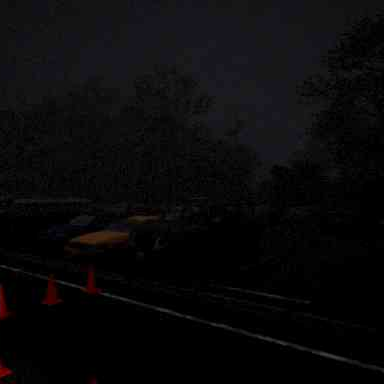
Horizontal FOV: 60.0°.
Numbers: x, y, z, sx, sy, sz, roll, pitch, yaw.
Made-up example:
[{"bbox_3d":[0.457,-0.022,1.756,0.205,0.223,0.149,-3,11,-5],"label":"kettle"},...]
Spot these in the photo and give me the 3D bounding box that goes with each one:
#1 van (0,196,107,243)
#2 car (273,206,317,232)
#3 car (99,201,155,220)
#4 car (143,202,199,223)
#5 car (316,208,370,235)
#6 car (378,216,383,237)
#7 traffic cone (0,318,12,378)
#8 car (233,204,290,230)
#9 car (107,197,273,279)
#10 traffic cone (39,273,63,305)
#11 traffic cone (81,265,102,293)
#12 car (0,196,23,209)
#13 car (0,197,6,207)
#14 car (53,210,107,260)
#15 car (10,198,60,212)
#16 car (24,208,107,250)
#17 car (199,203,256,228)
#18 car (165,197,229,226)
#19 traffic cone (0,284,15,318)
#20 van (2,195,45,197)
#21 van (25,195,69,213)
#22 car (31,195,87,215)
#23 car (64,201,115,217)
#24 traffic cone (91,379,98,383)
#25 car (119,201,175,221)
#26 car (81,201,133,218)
[{"bbox_3d":[-6.425,1.352,15.941,1.878,1.987,4.442,0,-1,36],"label":"van"},{"bbox_3d":[7.293,1.667,22.010,2.231,1.521,4.892,0,0,36],"label":"car"},{"bbox_3d":[-6.086,1.682,31.934,1.946,1.575,5.366,0,0,36],"label":"car"},{"bbox_3d":[-1.701,1.684,28.518,2.231,1.521,4.892,0,-1,36],"label":"car"},{"bbox_3d":[9.552,1.692,20.399,2.163,1.488,4.792,0,0,36],"label":"car"},{"bbox_3d":[11.673,1.653,18.596,1.946,1.575,5.366,0,0,36],"label":"car"},{"bbox_3d":[-2.490,1.978,4.144,0.340,0.580,0.340,0,0,36],"label":"traffic cone"},{"bbox_3d":[5.045,1.670,23.639,2.097,1.535,5.008,0,-1,36],"label":"car"},{"bbox_3d":[0.298,1.313,10.886,2.435,2.045,5.566,0,0,36],"label":"car"},{"bbox_3d":[-2.933,1.995,6.935,0.340,0.580,0.340,0,0,36],"label":"traffic cone"},{"bbox_3d":[-2.346,2.002,7.743,0.340,0.580,0.340,0,0,36],"label":"traffic cone"},{"bbox_3d":[-26.401,1.436,46.482,2.185,1.767,4.553,0,0,36],"label":"car"},{"bbox_3d":[-31.021,1.522,49.565,1.946,1.575,5.366,0,0,36],"label":"car"},{"bbox_3d":[-2.065,1.564,12.403,1.946,1.575,5.366,0,-1,36],"label":"car"},{"bbox_3d":[-19.569,1.613,41.717,1.946,1.575,5.366,0,0,36],"label":"car"},{"bbox_3d":[-4.224,1.613,14.201,2.002,1.452,4.674,0,-1,36],"label":"car"},{"bbox_3d":[2.798,1.674,25.269,2.097,1.535,5.008,0,-1,36],"label":"car"},{"bbox_3d":[0.532,1.427,26.873,2.435,2.045,5.566,0,0,36],"label":"car"},{"bbox_3d":[-3.519,1.987,6.128,0.340,0.580,0.340,0,0,36],"label":"traffic cone"},{"bbox_3d":[-11.103,1.358,19.046,1.878,1.987,4.442,0,-1,36],"label":"van"},{"bbox_3d":[-17.362,1.407,40.032,1.878,1.987,4.442,0,0,36],"label":"van"},{"bbox_3d":[-15.166,1.399,38.330,2.435,2.045,5.566,0,0,36],"label":"car"},{"bbox_3d":[-10.675,1.703,35.070,2.163,1.488,4.792,0,0,36],"label":"car"},{"bbox_3d":[-0.872,1.975,2.967,0.340,0.580,0.340,0,0,36],"label":"traffic cone"},{"bbox_3d":[-3.950,1.684,30.150,2.097,1.535,5.008,0,0,36],"label":"car"},{"bbox_3d":[-8.456,1.712,33.388,2.163,1.488,4.792,0,0,36],"label":"car"}]
